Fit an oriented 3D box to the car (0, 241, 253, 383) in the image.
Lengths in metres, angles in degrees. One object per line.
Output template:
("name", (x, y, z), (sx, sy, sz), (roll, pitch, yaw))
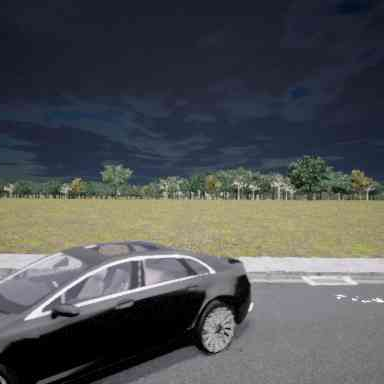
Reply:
("car", (-1.275, 1.481, 4.405), (4.902, 1.511, 2.128), (1, -1, -40))
